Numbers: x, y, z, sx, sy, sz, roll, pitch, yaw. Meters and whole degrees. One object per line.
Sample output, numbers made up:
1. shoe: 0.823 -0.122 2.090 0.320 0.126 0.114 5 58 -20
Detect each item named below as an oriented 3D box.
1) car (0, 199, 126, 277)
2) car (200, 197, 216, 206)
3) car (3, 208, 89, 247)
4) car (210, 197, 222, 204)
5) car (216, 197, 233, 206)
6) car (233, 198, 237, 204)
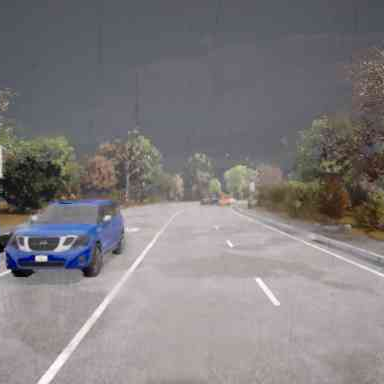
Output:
1. car: -3.629 1.272 10.763 2.150 2.045 5.566 0 -1 0
2. car: 3.128 1.864 68.827 2.097 1.767 4.553 0 0 13
3. car: -7.068 1.642 16.879 2.033 1.411 5.357 0 0 0
4. car: 5.689 2.026 78.721 1.882 1.535 5.008 0 0 18
5. car: 6.677 1.869 68.729 2.097 1.767 4.553 0 0 13
6. car: 9.304 2.109 78.561 1.812 1.442 4.674 0 0 20
